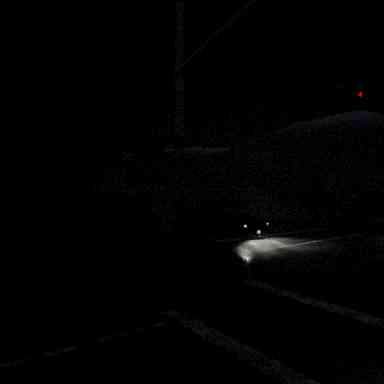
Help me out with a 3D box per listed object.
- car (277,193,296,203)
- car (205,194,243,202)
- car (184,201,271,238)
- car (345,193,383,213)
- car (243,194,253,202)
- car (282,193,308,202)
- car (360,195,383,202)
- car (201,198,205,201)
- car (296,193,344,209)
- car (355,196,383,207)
[{"bbox_3d":[18.496,1.077,64.585,1.905,1.878,3.866,0,0,-36],"label":"car"},{"bbox_3d":[4.287,1.298,45.202,2.007,1.523,4.514,0,0,-36],"label":"car"},{"bbox_3d":[1.372,1.356,16.685,2.033,1.411,5.357,0,0,-36],"label":"car"},{"bbox_3d":[17.730,1.077,32.860,1.905,1.878,3.866,0,0,-36],"label":"car"},{"bbox_3d":[8.131,1.154,57.084,2.152,1.636,5.027,0,0,-36],"label":"car"},{"bbox_3d":[20.608,1.097,66.623,1.932,1.855,4.605,0,0,-36],"label":"car"},{"bbox_3d":[37.680,1.384,69.648,1.970,1.475,3.806,0,0,-36],"label":"car"},{"bbox_3d":[3.122,1.232,53.060,1.970,1.475,3.806,0,0,-36],"label":"car"},{"bbox_3d":[15.780,1.097,41.161,1.932,1.855,4.605,0,0,-36],"label":"car"},{"bbox_3d":[26.288,1.298,47.888,2.007,1.523,4.514,0,0,-36],"label":"car"}]
